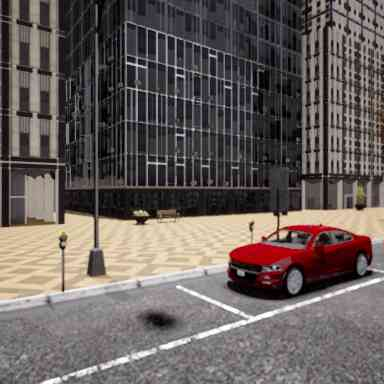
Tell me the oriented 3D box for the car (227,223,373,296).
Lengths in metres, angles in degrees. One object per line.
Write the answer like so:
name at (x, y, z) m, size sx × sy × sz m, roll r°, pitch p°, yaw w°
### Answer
car at (2.905, 1.541, 8.622) m, size 4.507 × 1.381 × 1.887 m, roll 0°, pitch 0°, yaw -35°
